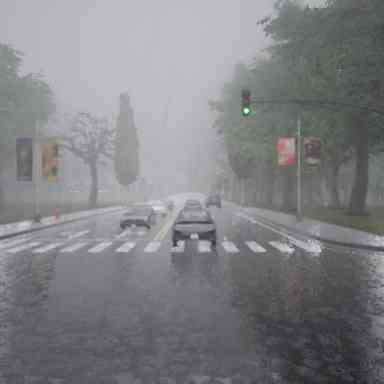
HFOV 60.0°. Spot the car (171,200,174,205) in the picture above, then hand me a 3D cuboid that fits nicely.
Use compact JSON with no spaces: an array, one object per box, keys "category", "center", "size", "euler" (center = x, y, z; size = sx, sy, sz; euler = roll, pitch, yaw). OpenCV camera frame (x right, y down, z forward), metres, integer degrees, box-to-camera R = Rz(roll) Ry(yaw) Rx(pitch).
[{"category":"car","center":[-3.264,1.602,41.560],"size":[2.128,1.511,4.902],"euler":[0,0,0]}]

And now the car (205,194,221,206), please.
[{"category":"car","center":[3.233,1.389,50.653],"size":[2.150,2.045,5.566],"euler":[0,0,0]}]

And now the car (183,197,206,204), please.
[{"category":"car","center":[0.087,1.561,36.053],"size":[2.128,1.511,4.902],"euler":[0,0,0]}]

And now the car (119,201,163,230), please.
[{"category":"car","center":[-3.353,1.574,21.796],"size":[2.033,1.411,5.357],"euler":[0,0,0]}]

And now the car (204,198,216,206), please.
[{"category":"car","center":[3.229,1.794,61.041],"size":[2.033,1.411,5.357],"euler":[0,0,0]}]

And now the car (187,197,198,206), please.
[{"category":"car","center":[0.057,1.726,60.495],"size":[1.882,1.535,5.008],"euler":[0,0,0]}]

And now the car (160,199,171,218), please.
[{"category":"car","center":[-3.317,1.578,31.125],"size":[1.812,1.442,4.674],"euler":[0,0,0]}]

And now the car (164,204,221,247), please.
[{"category":"car","center":[0.096,1.505,15.193],"size":[2.128,1.511,4.902],"euler":[0,0,0]}]
